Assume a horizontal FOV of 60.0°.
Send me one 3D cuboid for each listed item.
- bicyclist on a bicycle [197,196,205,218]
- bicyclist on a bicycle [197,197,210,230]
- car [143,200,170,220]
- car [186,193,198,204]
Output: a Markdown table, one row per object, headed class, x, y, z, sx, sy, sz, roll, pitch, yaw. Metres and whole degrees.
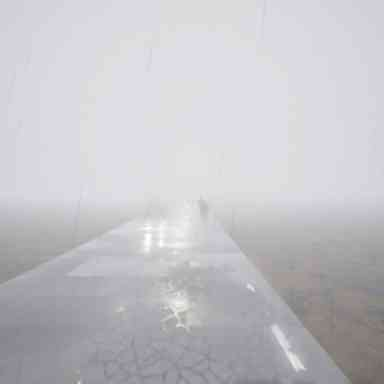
| class | x | y | z | sx | sy | sz | roll | pitch | yaw |
| --- | --- | --- | --- | --- | --- | --- | --- | --- | --- |
| bicyclist on a bicycle | 0.761 | 1.288 | 28.926 | 0.659 | 1.776 | 1.843 | 0 | 1 | 0 |
| bicyclist on a bicycle | 0.760 | 1.340 | 19.718 | 0.659 | 1.776 | 1.843 | 0 | 0 | 0 |
| car | -2.841 | 1.419 | 27.405 | 2.128 | 1.511 | 4.902 | 0 | 0 | 0 |
| car | 0.109 | 1.168 | 55.997 | 1.812 | 1.442 | 4.674 | 0 | 1 | 0 |
